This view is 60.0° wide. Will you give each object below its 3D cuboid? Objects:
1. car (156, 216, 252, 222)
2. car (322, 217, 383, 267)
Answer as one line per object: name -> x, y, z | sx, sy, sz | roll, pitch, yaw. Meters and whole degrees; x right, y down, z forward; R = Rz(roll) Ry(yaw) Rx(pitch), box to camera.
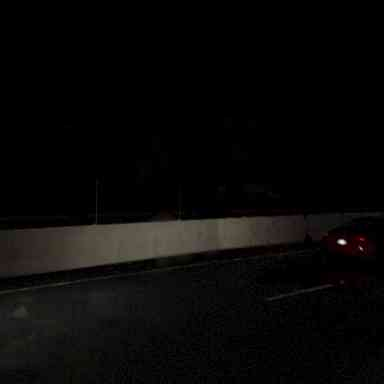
car -> 0.639, 1.510, 16.516 | 5.357, 1.411, 2.033 | 0, 0, -29
car -> 6.503, 1.552, 11.435 | 4.181, 1.385, 1.994 | 0, 0, -28
